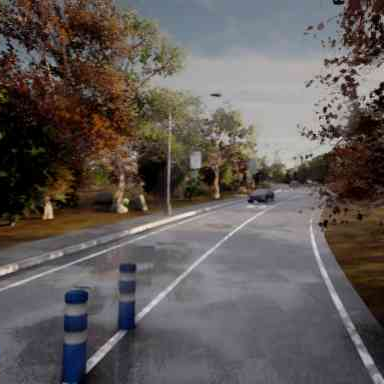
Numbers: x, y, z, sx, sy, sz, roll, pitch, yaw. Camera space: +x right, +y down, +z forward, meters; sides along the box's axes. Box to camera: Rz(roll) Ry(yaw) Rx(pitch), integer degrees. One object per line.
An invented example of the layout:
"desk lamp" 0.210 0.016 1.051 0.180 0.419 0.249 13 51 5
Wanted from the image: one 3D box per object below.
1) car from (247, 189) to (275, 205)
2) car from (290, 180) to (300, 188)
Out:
"car" 6.953 0.407 33.028 2.033 1.411 5.357 0 3 24
"car" 22.263 -1.695 71.988 2.097 1.767 4.553 1 3 16
